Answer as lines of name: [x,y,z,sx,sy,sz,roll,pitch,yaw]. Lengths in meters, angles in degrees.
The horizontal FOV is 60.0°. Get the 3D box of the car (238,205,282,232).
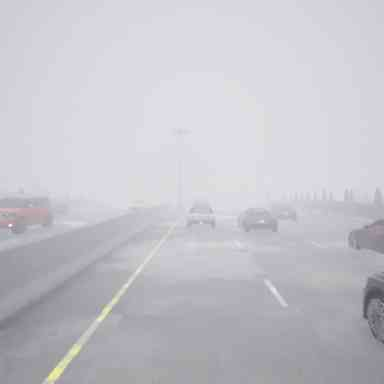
car: [4.094,1.682,21.199,1.994,1.385,4.181,0,0,1]

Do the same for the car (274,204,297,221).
car: [7.797,1.738,29.326,1.994,1.385,4.181,0,0,1]

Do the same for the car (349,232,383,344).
car: [3.716,1.527,3.567,2.128,1.511,4.902,0,0,1]

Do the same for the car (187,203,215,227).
car: [0.659,1.714,23.944,1.895,1.301,4.718,0,0,1]

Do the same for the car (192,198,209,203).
car: [1.101,1.549,41.551,2.097,1.767,4.553,0,0,1]

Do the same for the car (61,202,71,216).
car: [-13.321,1.626,31.620,2.033,1.411,5.357,0,0,2]

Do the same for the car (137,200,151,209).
car: [-8.982,2.397,62.466,1.837,1.490,4.892,0,-5,1]

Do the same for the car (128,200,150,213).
car: [-6.136,1.625,38.841,1.882,1.535,5.008,0,0,2]

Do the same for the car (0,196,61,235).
car: [-10.147,1.261,19.595,2.150,2.045,5.566,0,0,2]

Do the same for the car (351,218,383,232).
car: [7.370,1.618,11.854,1.812,1.442,4.674,0,0,1]
